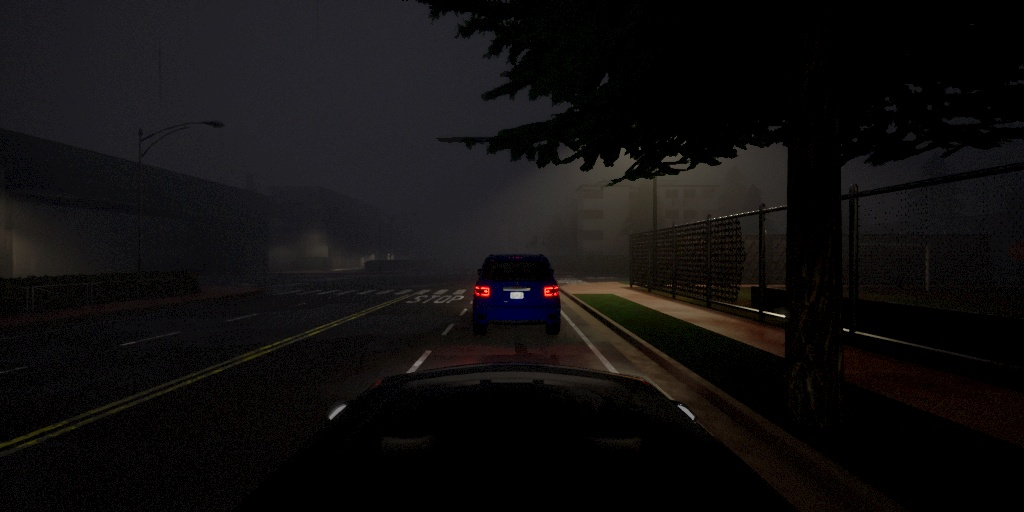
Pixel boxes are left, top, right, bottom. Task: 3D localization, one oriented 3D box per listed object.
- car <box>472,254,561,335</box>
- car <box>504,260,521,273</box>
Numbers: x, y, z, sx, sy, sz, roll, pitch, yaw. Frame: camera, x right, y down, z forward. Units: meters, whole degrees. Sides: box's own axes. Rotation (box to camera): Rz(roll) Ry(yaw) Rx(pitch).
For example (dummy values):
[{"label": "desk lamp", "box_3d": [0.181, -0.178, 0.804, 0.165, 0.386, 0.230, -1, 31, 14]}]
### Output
[{"label": "car", "box_3d": [0.115, 0.972, 10.673, 2.150, 2.045, 5.566, 0, 0, 0]}, {"label": "car", "box_3d": [0.025, 1.242, 45.548, 2.128, 1.511, 4.902, 0, 0, 0]}]
